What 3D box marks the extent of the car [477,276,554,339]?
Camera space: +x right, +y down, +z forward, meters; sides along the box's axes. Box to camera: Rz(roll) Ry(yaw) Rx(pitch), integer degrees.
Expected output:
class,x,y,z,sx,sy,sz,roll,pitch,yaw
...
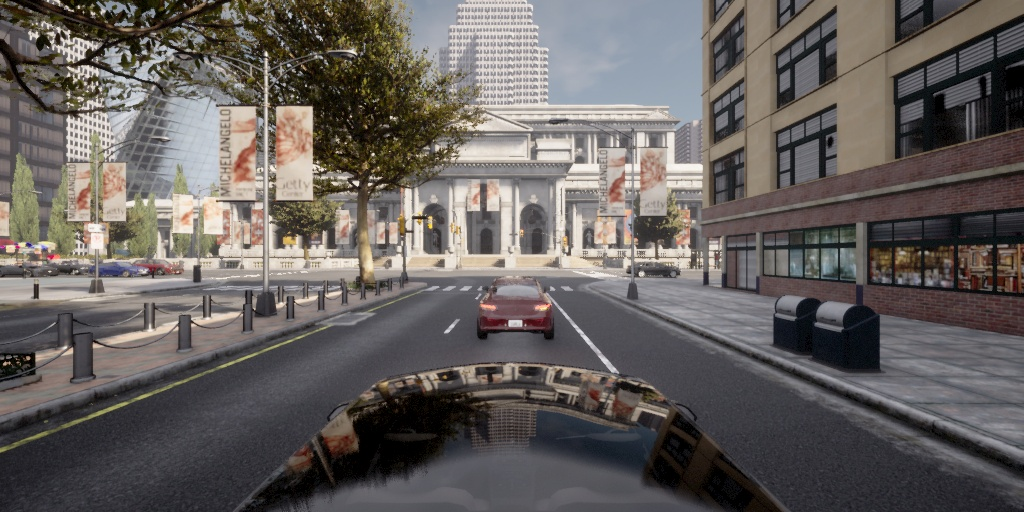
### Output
class,x,y,z,sx,sy,sz,roll,pitch,yaw
car,0.111,1.276,9.959,1.812,1.442,4.674,0,0,1

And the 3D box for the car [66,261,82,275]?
class,x,y,z,sx,sy,sz,roll,pitch,yaw
car,-46.267,1.241,37.684,4.902,1.511,2.128,0,0,0

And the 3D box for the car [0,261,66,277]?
class,x,y,z,sx,sy,sz,roll,pitch,yaw
car,-46.104,1.314,34.177,4.181,1.385,1.994,0,0,-1

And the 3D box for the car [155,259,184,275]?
class,x,y,z,sx,sy,sz,roll,pitch,yaw
car,-37.312,1.102,37.647,4.553,1.767,2.097,0,0,0

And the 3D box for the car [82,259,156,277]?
class,x,y,z,sx,sy,sz,roll,pitch,yaw
car,-37.344,1.276,34.152,4.674,1.442,1.812,0,0,0

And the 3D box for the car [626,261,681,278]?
class,x,y,z,sx,sy,sz,roll,pitch,yaw
car,13.251,1.255,33.615,4.892,1.490,1.837,0,0,1
